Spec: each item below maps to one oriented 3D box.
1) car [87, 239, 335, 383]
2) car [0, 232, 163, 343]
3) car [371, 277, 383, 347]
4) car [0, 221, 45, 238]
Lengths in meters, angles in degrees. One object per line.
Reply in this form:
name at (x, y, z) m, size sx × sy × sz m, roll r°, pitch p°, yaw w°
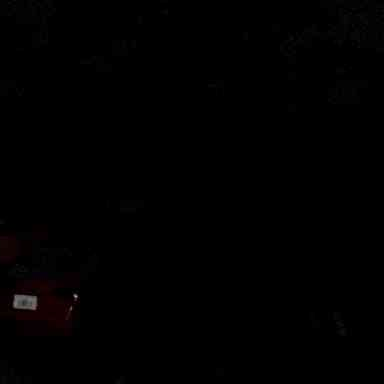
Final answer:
car at (0.816, 1.534, 4.893) m, size 2.163 × 1.488 × 4.792 m, roll 0°, pitch -1°, yaw 16°
car at (-1.571, 1.561, 6.701) m, size 2.163 × 1.488 × 4.792 m, roll 0°, pitch -1°, yaw 16°
car at (3.220, 1.480, 3.193) m, size 2.097 × 1.535 × 5.008 m, roll 0°, pitch -1°, yaw 16°
car at (-6.345, 1.581, 10.188) m, size 2.097 × 1.535 × 5.008 m, roll 0°, pitch -1°, yaw 17°
